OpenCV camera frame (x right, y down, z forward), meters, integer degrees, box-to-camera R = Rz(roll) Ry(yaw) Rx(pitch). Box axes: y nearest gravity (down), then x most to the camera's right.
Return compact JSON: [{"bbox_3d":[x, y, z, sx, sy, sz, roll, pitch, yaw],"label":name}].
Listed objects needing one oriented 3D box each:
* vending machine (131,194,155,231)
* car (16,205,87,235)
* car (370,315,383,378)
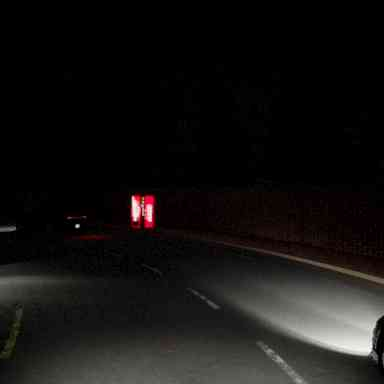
[{"bbox_3d":[-2.929,1.194,19.882,0.880,2.100,1.100,0,0,38],"label":"vending machine"},{"bbox_3d":[-7.951,1.503,18.678,4.892,1.490,1.837,0,-1,35],"label":"car"},{"bbox_3d":[3.342,1.564,2.429,1.994,1.385,4.181,0,0,-6],"label":"car"}]
